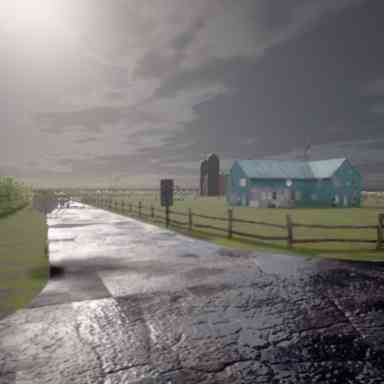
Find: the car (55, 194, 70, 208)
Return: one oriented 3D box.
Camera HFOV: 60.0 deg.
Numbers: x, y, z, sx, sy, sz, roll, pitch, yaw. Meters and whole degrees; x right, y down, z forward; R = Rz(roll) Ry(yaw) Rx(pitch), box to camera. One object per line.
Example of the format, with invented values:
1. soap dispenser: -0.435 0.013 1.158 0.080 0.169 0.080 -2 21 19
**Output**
1. car: -19.653 1.289 49.946 2.150 2.045 5.566 0 0 -24
